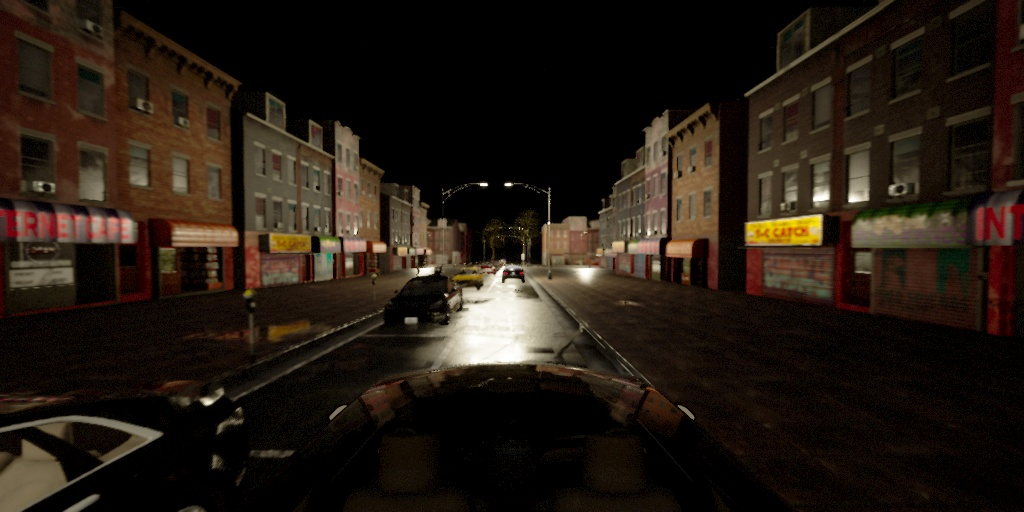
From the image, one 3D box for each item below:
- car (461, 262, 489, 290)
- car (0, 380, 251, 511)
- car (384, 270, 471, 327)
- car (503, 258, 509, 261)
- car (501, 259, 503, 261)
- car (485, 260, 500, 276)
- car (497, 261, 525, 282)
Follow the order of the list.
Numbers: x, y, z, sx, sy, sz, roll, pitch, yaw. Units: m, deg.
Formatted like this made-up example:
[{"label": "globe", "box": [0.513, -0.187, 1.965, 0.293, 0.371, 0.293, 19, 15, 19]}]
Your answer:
[{"label": "car", "box": [-2.638, 1.303, 22.320, 1.751, 1.417, 4.829, 0, 0, 0]}, {"label": "car", "box": [-2.640, 1.300, 0.701, 2.007, 1.370, 4.403, 0, 0, 0]}, {"label": "car", "box": [-2.638, 1.320, 11.597, 1.948, 1.339, 4.313, 0, 0, 0]}, {"label": "car", "box": [0.104, 1.405, 46.985, 1.837, 1.490, 4.892, 0, 0, 0]}, {"label": "car", "box": [-2.635, 1.468, 49.723, 2.007, 1.370, 4.403, 0, 0, 0]}, {"label": "car", "box": [-2.636, 1.289, 38.829, 1.967, 1.591, 4.097, 0, 0, 0]}, {"label": "car", "box": [0.106, 1.351, 29.309, 2.033, 1.411, 5.357, 0, 0, 0]}]
